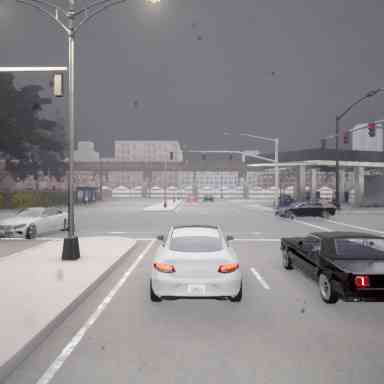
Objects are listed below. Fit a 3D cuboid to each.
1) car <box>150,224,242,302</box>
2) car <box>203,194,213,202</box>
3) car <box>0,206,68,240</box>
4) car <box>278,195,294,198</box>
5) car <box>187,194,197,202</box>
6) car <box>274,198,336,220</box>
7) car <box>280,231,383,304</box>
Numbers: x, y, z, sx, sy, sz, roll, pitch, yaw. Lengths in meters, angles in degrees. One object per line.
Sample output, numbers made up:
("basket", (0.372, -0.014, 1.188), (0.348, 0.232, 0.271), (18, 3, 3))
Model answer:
("car", (0.084, 1.517, 8.112), (1.812, 1.442, 4.674), (0, 0, 0))
("car", (3.516, 1.257, 72.298), (2.097, 1.767, 4.553), (0, 0, 0))
("car", (-7.931, 1.487, 16.979), (1.812, 1.442, 4.674), (-1, 0, 12))
("car", (13.222, 1.262, 47.651), (2.242, 1.667, 4.611), (0, 0, 0))
("car", (0.016, 1.250, 72.299), (2.097, 1.767, 4.553), (0, 0, 0))
("car", (9.286, 1.477, 27.427), (4.902, 1.511, 2.128), (0, 0, -1))
("car", (3.589, 1.599, 8.095), (1.895, 1.301, 4.718), (0, 0, 0))
